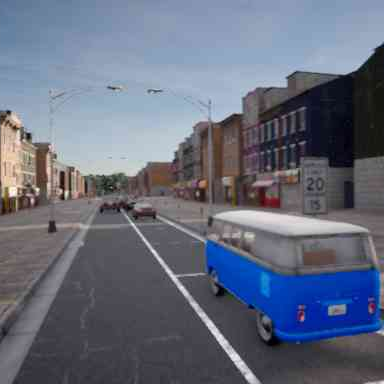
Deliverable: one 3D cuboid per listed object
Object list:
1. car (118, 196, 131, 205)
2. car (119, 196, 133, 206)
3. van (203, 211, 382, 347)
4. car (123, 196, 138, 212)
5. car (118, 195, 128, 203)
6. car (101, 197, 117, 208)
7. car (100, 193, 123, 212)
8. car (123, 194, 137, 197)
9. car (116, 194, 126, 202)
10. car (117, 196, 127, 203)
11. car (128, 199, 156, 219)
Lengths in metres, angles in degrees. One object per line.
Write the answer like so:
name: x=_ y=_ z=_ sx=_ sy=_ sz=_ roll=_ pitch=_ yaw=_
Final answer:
car: x=-12.068 y=1.455 z=59.136 sx=1.947 sy=1.339 sz=4.313 roll=-1 pitch=0 yaw=-14
car: x=-10.716 y=1.430 z=53.839 sx=1.887 sy=1.381 sz=4.507 roll=-1 pitch=0 yaw=-14
van: x=1.448 y=1.307 z=6.163 sx=1.690 sy=1.788 sz=3.998 roll=-1 pitch=0 yaw=-14
car: x=-6.661 y=1.455 z=37.947 sx=1.947 sy=1.339 sz=4.313 roll=-1 pitch=0 yaw=-14
car: x=-13.462 y=1.420 z=64.598 sx=1.752 sy=1.417 sz=4.829 roll=-1 pitch=0 yaw=-14
car: x=-11.730 y=1.458 z=47.179 sx=2.033 sy=1.411 sz=5.357 roll=-1 pitch=0 yaw=-14
car: x=-9.060 y=1.267 z=36.895 sx=2.097 sy=1.767 sz=4.553 roll=-1 pitch=0 yaw=-14
car: x=-8.015 y=1.200 z=43.243 sx=2.192 sy=1.841 sz=5.009 roll=-1 pitch=0 yaw=-14
car: x=-16.124 y=1.352 z=75.028 sx=1.967 sy=1.590 sz=4.097 roll=-1 pitch=0 yaw=-14
car: x=-14.771 y=1.484 z=69.731 sx=1.802 sy=1.307 sz=4.206 roll=-1 pitch=0 yaw=-14
car: x=-3.957 y=1.487 z=27.353 sx=1.802 sy=1.307 sz=4.206 roll=-1 pitch=0 yaw=-14
